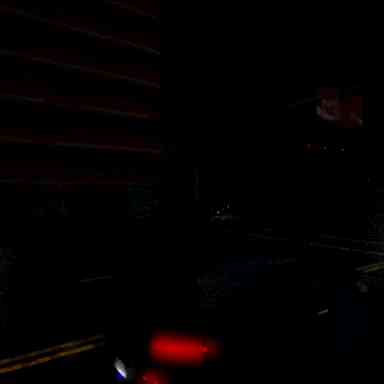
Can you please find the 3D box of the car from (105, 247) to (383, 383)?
[{"bbox_3d":[1.179,1.517,4.581,4.674,1.442,1.812,0,0,-36],"label":"car"}]

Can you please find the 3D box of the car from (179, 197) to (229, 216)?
[{"bbox_3d":[0.847,1.496,32.488,2.033,1.411,5.357,0,0,-36],"label":"car"}]

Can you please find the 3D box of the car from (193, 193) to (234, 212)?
[{"bbox_3d":[2.147,1.162,36.674,2.150,2.045,5.566,0,0,-36],"label":"car"}]

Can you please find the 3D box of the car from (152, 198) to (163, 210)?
[{"bbox_3d":[-6.115,1.301,42.163,2.097,1.767,4.553,0,0,-36],"label":"car"}]

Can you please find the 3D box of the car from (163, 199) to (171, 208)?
[{"bbox_3d":[-4.669,1.504,46.149,1.994,1.385,4.181,0,0,-36],"label":"car"}]
